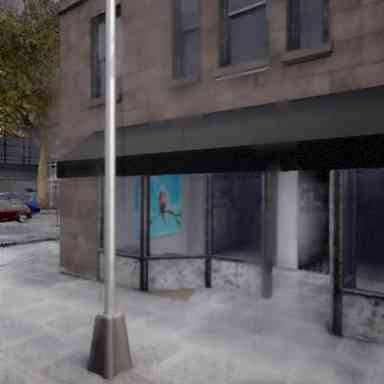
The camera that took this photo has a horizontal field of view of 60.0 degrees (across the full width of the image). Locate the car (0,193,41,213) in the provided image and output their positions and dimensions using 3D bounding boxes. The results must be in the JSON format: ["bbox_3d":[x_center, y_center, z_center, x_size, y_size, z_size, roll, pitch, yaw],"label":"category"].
[{"bbox_3d":[-14.442,1.080,25.269,2.150,2.045,5.566,0,1,35],"label":"car"}]

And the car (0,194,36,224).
[{"bbox_3d":[-13.068,1.242,21.581,2.097,1.767,4.553,0,1,35],"label":"car"}]
